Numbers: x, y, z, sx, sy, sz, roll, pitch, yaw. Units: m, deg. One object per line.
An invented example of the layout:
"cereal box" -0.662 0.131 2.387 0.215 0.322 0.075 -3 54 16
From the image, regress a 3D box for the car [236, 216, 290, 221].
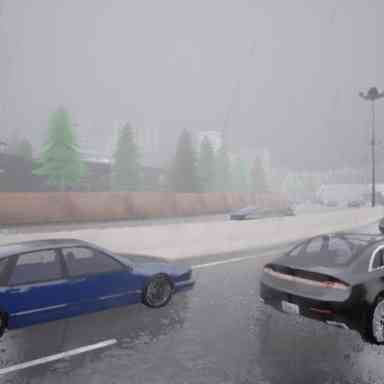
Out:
"car" 5.400 1.766 22.683 1.837 1.490 4.892 0 -1 44

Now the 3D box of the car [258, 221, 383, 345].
"car" 3.415 1.567 6.581 4.902 1.511 2.128 0 -1 -38

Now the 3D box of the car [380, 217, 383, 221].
"car" 12.747 1.767 19.935 2.033 1.411 5.357 -1 -1 43

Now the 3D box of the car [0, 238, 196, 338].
"car" -2.522 1.627 6.361 5.357 1.411 2.033 0 -1 -36

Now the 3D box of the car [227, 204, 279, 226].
"car" 5.124 1.793 27.461 1.882 1.535 5.008 0 -1 42
